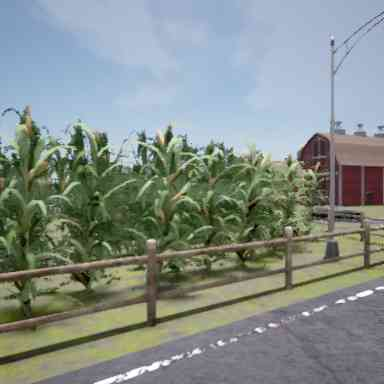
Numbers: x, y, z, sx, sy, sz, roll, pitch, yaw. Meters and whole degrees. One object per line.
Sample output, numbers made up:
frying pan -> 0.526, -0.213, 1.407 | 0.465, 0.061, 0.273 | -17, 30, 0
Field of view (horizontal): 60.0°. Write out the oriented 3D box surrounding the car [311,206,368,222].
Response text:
car -> 12.907, 1.871, 29.451 | 1.895, 1.301, 4.718 | 1, -1, -30
